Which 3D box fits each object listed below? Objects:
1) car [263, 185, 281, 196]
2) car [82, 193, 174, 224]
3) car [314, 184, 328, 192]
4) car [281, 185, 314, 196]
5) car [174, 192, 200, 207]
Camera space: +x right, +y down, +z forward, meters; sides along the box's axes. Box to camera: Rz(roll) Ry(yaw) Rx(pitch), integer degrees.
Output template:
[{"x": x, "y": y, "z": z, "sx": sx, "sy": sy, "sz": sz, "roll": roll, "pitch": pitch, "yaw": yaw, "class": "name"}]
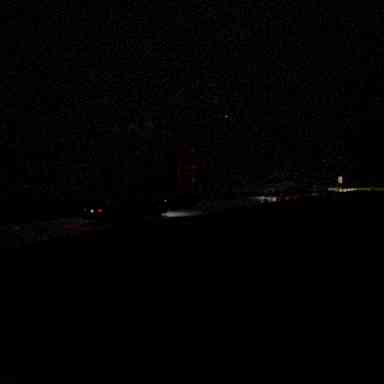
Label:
[{"x": 11.417, "y": -0.230, "z": 45.324, "sx": 1.882, "sy": 1.535, "sz": 5.008, "roll": 0, "pitch": 2, "yaw": 36, "class": "car"}, {"x": -3.706, "y": 0.933, "z": 19.242, "sx": 2.033, "sy": 1.411, "sz": 5.357, "roll": 0, "pitch": 2, "yaw": 35, "class": "car"}, {"x": 20.086, "y": -0.512, "z": 52.681, "sx": 1.994, "sy": 1.385, "sz": 4.181, "roll": 0, "pitch": 2, "yaw": 35, "class": "car"}, {"x": 14.151, "y": -0.236, "z": 44.250, "sx": 2.128, "sy": 1.511, "sz": 4.902, "roll": 0, "pitch": 2, "yaw": 36, "class": "car"}, {"x": -1.369, "y": 0.682, "z": 27.440, "sx": 1.895, "sy": 1.301, "sz": 4.718, "roll": 0, "pitch": 2, "yaw": 35, "class": "car"}]
